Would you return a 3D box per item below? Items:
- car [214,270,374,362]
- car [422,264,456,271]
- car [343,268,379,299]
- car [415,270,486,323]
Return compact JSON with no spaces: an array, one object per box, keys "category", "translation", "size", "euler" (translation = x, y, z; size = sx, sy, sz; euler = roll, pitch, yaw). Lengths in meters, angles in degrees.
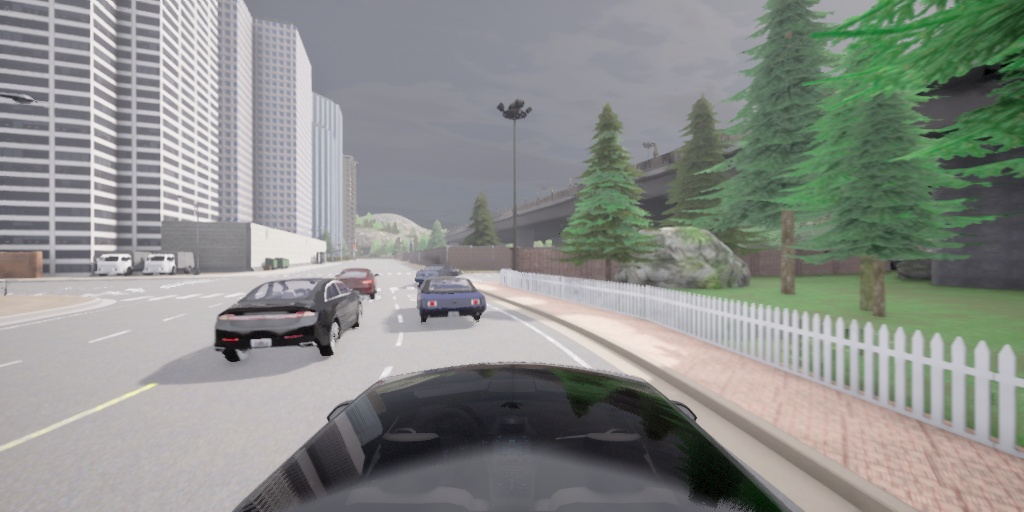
[{"category":"car","translation":[-4.771,1.251,8.368],"size":[2.128,1.511,4.902],"euler":[0,0,-14]},{"category":"car","translation":[-5.139,1.306,25.812],"size":[2.033,1.411,5.357],"euler":[-1,0,9]},{"category":"car","translation":[-7.572,1.290,17.477],"size":[1.812,1.442,4.674],"euler":[0,0,-18]},{"category":"car","translation":[-2.233,1.351,12.214],"size":[1.895,1.301,4.718],"euler":[0,0,-16]}]
